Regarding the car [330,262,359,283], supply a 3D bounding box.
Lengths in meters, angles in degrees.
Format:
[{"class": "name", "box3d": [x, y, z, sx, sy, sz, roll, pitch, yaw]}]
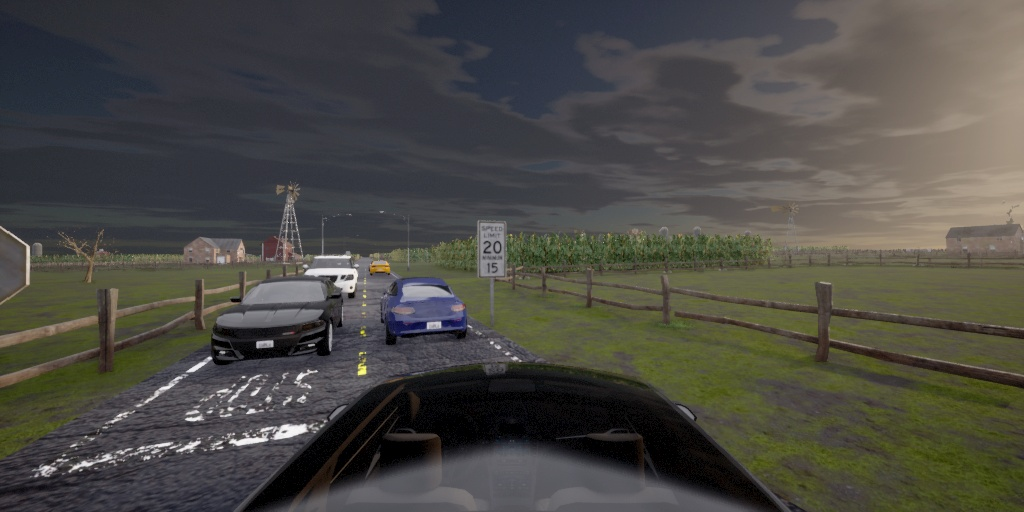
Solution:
[{"class": "car", "box3d": [-13.593, 1.260, 29.337, 1.837, 1.490, 4.892, 0, 0, -22]}]

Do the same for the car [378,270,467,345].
[{"class": "car", "box3d": [-2.488, 1.278, 9.589, 1.812, 1.442, 4.674, 0, 0, -22]}]

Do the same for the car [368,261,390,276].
[{"class": "car", "box3d": [-14.140, 1.232, 38.337, 1.882, 1.535, 5.008, 0, 0, -21]}]

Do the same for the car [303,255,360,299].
[{"class": "car", "box3d": [-9.001, 0.975, 18.030, 2.150, 2.045, 5.566, 0, 0, -22]}]

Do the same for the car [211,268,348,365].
[{"class": "car", "box3d": [-5.119, 1.229, 8.420, 1.882, 1.535, 5.008, 0, 0, -22]}]
